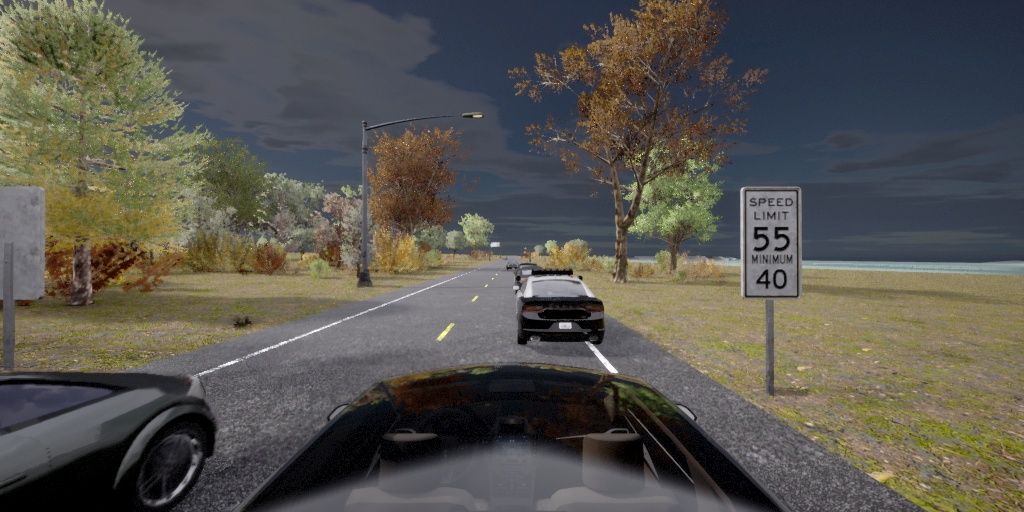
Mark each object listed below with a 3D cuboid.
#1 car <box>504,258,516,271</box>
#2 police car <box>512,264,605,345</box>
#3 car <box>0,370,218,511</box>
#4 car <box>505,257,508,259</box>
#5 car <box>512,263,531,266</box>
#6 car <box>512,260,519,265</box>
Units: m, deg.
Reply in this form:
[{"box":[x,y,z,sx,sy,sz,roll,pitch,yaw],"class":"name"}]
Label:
[{"box":[0.160,1.343,49.589,1.895,1.301,4.718,0,0,1],"class":"car"},{"box":[1.057,1.175,9.674,1.930,1.638,5.238,0,0,0],"class":"police car"},{"box":[-3.601,1.314,1.423,1.994,1.385,4.181,0,0,0],"class":"car"},{"box":[0.164,1.283,61.365,2.033,1.411,5.357,0,0,0],"class":"car"},{"box":[1.076,1.275,19.559,1.812,1.442,4.674,0,0,0],"class":"car"},{"box":[1.096,1.254,25.558,1.837,1.490,4.892,0,0,0],"class":"car"}]
